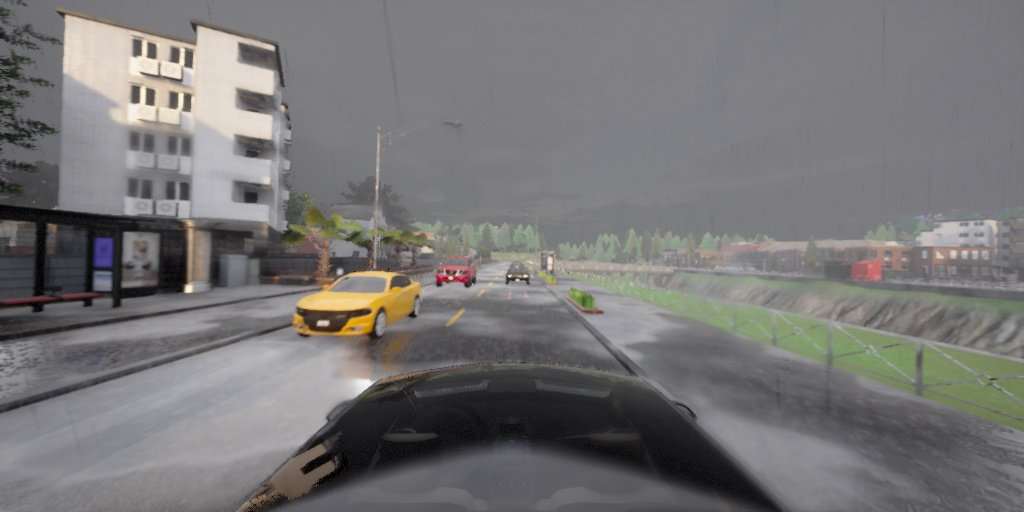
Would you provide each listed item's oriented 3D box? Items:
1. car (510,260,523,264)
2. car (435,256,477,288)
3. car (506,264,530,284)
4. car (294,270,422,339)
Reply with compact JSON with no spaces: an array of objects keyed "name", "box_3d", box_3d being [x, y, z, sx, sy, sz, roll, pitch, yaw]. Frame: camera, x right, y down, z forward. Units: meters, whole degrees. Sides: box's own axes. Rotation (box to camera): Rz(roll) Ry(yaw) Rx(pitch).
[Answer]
[{"name":"car","box_3d":[0.764,1.491,51.549,2.097,1.767,4.553,2,-1,1]},{"name":"car","box_3d":[-3.762,1.040,25.156,2.150,2.045,5.566,2,-1,1]},{"name":"car","box_3d":[0.472,1.570,29.468,1.895,1.301,4.718,2,0,1]},{"name":"car","box_3d":[-3.976,1.178,10.121,1.882,1.535,5.008,2,0,1]}]
